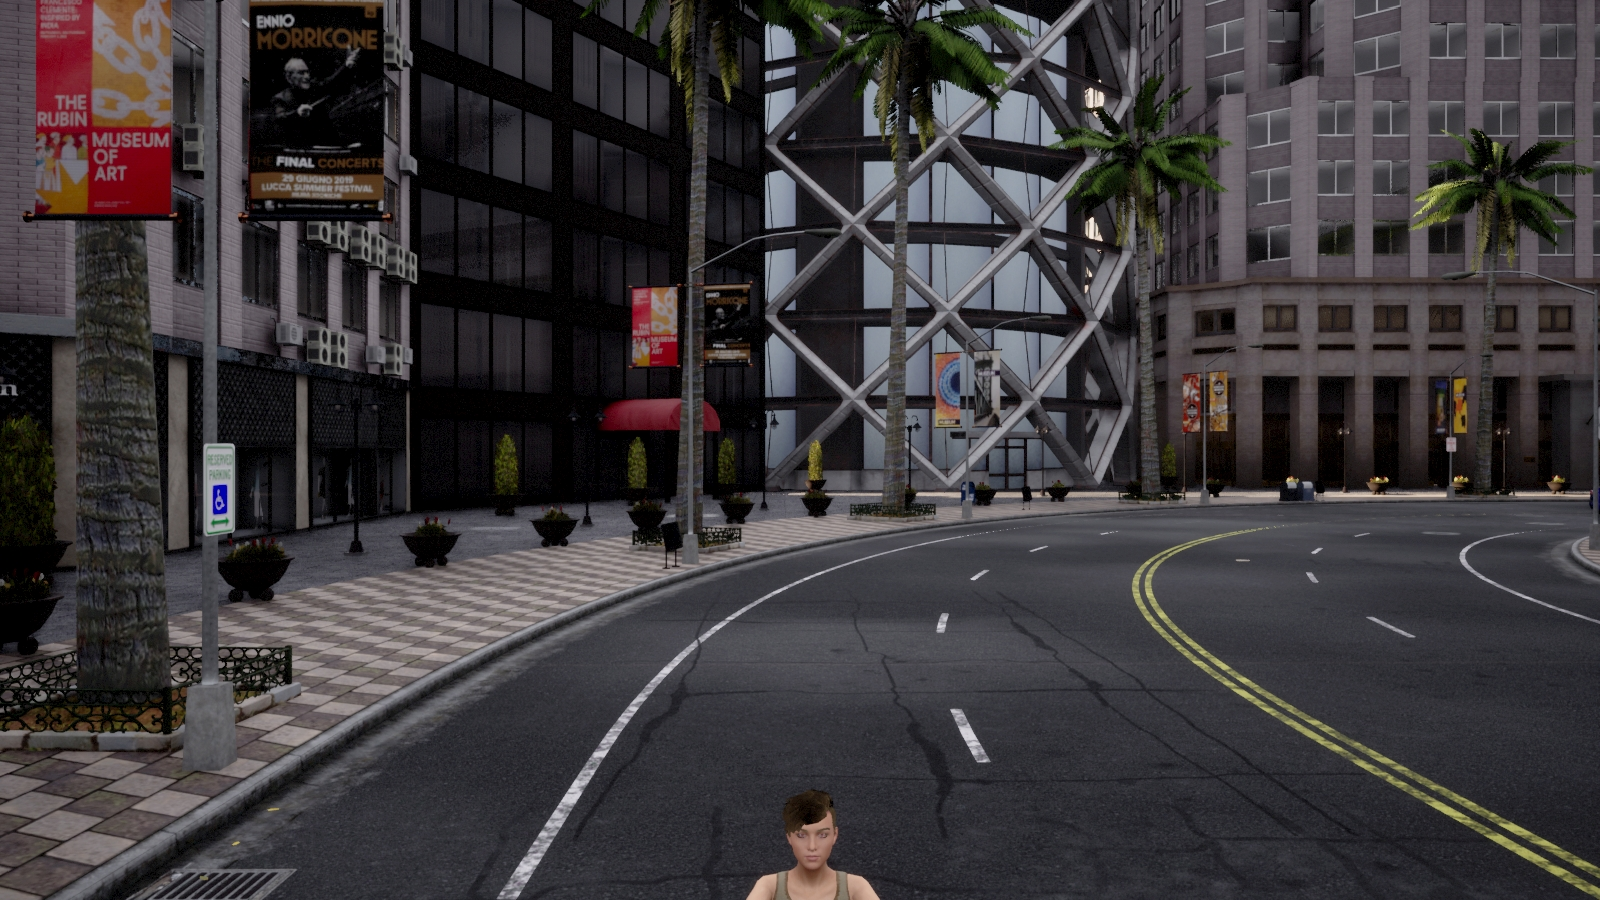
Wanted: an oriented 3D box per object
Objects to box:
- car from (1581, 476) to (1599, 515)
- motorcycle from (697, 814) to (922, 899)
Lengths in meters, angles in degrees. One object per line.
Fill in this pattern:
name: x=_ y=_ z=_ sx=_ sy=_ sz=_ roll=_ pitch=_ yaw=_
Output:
car: x=36.842 y=1.968 z=49.589 sx=4.611 sy=1.667 sz=2.242 roll=0 pitch=0 yaw=-11
motorcycle: x=0.030 y=2.170 z=3.616 sx=0.764 sy=1.277 sz=2.356 roll=0 pitch=0 yaw=1
